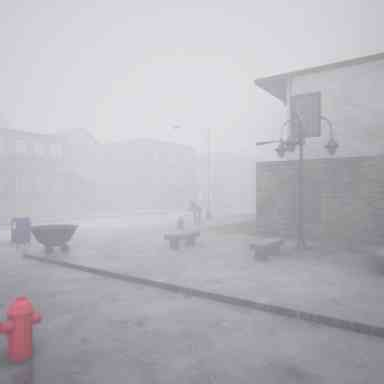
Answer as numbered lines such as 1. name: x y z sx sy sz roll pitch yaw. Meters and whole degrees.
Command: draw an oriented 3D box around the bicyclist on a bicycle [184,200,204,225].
1. bicyclist on a bicycle: 0.116 1.334 21.742 1.656 1.620 0.582 0 0 35
